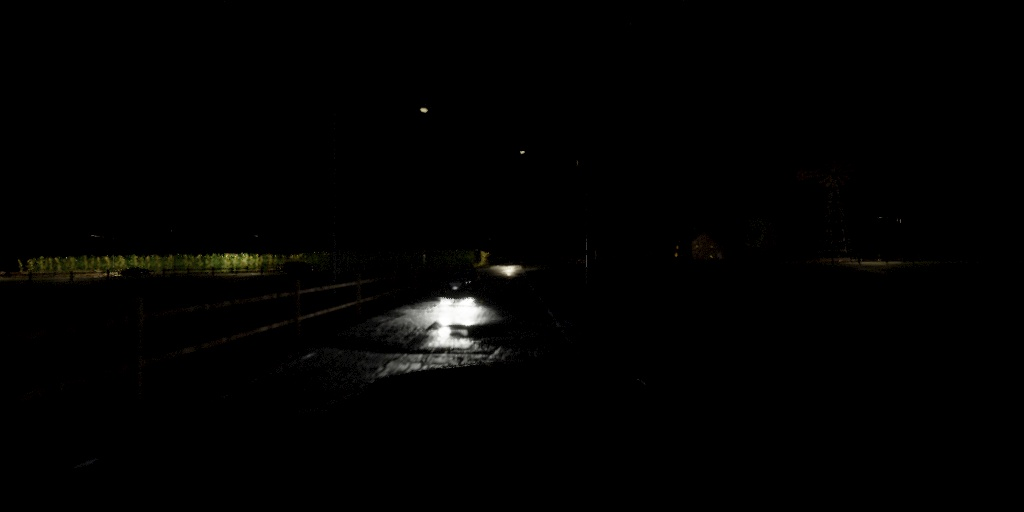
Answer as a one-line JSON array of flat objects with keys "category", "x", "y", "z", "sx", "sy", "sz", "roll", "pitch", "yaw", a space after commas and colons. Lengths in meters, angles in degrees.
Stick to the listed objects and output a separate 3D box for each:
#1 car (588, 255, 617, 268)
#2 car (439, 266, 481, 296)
[{"category": "car", "x": 15.564, "y": 0.892, "z": 61.939, "sx": 5.566, "sy": 2.045, "sz": 2.150, "roll": -1, "pitch": -1, "yaw": 0}, {"category": "car", "x": -2.844, "y": 1.350, "z": 20.387, "sx": 2.128, "sy": 1.511, "sz": 4.902, "roll": 0, "pitch": 0, "yaw": 0}]
